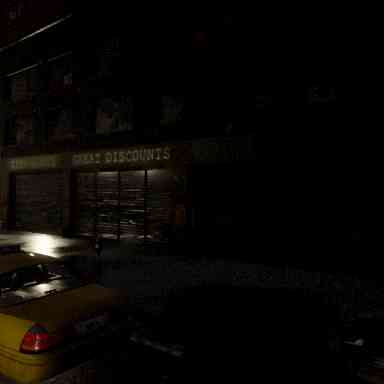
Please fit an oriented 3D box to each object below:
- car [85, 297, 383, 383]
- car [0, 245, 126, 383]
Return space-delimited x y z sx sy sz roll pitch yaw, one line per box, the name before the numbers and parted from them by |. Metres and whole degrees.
car | 1.628 1.551 1.922 4.403 1.369 2.008 0 1 36
car | -3.056 1.524 5.267 4.829 1.417 1.752 0 1 36
